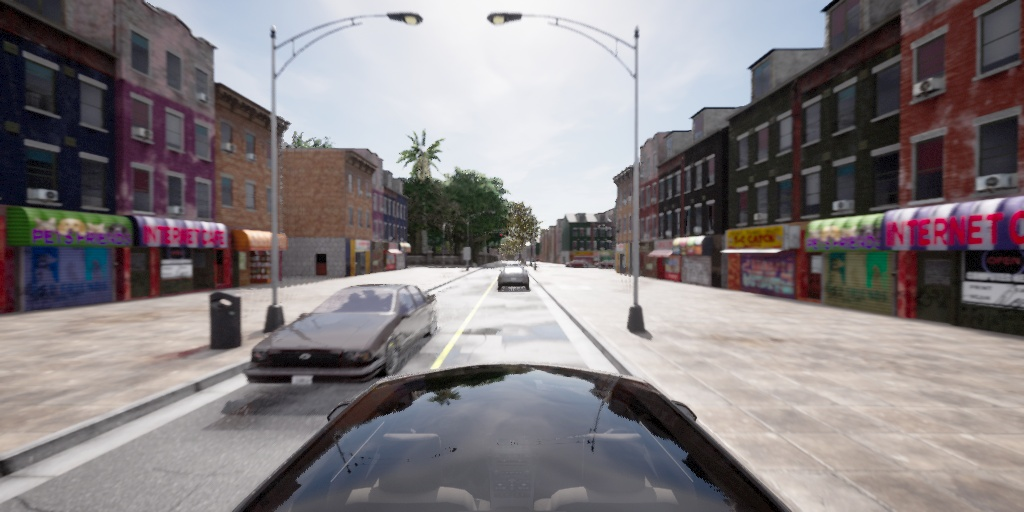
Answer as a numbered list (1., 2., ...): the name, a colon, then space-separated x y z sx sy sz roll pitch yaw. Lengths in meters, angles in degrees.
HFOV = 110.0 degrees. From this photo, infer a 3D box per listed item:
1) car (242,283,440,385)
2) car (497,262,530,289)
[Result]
1. car: -2.837 1.292 7.516 2.033 1.411 5.357 0 0 0
2. car: 0.097 1.310 22.961 1.994 1.385 4.181 0 0 0
